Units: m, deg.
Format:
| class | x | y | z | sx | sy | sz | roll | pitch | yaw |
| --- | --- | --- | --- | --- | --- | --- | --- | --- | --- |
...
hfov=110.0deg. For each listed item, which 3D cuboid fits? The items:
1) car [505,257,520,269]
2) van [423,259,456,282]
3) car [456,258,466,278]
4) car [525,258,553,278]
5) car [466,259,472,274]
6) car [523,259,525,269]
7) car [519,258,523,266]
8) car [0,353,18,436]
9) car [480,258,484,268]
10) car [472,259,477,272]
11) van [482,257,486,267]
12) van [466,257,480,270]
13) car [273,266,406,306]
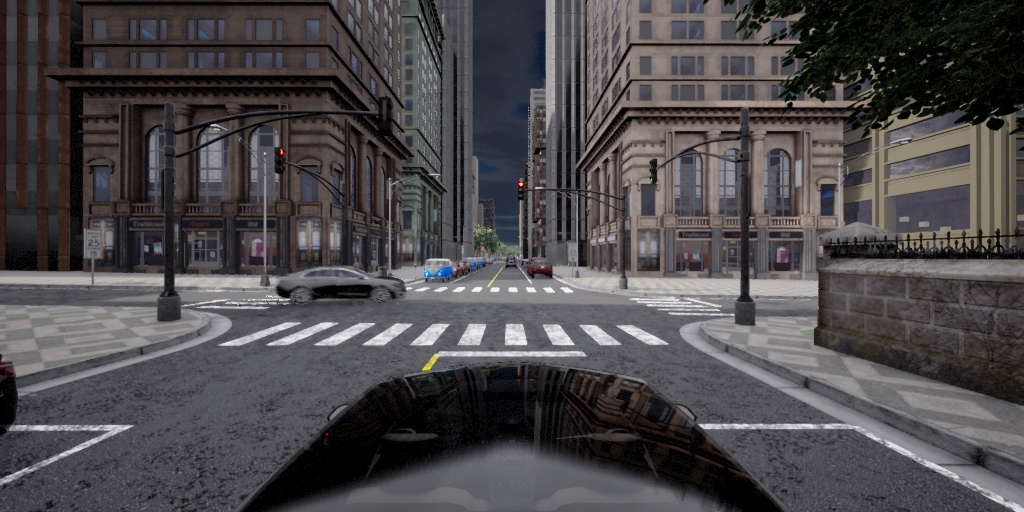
| class | x | y | z | sx | sy | sz | roll | pitch | yaw |
| --- | --- | --- | --- | --- | --- | --- | --- | --- | --- |
| car | -0.099 | 1.312 | 59.048 | 1.837 | 1.490 | 4.892 | 0 | 0 | 1 |
| van | -5.832 | 1.105 | 28.388 | 1.690 | 1.789 | 3.998 | 0 | 0 | 0 |
| car | -5.847 | 1.210 | 33.829 | 1.967 | 1.591 | 4.097 | 0 | 0 | 0 |
| car | 2.678 | 1.085 | 33.860 | 2.192 | 1.841 | 5.009 | 0 | 0 | 0 |
| car | -5.861 | 1.322 | 39.269 | 1.888 | 1.381 | 4.507 | 0 | 0 | 0 |
| car | 2.664 | 1.092 | 39.301 | 2.192 | 1.841 | 5.009 | 0 | 0 | 0 |
| car | 2.621 | 1.352 | 55.623 | 2.007 | 1.370 | 4.403 | 0 | 0 | 0 |
| car | -5.762 | 1.316 | 1.731 | 1.948 | 1.339 | 4.313 | 0 | 0 | 0 |
| car | -5.904 | 1.347 | 55.593 | 1.888 | 1.381 | 4.507 | 0 | 0 | 0 |
| car | -5.876 | 1.351 | 44.710 | 1.948 | 1.339 | 4.313 | 0 | 0 | 0 |
| van | -5.919 | 1.151 | 61.035 | 1.690 | 1.789 | 3.998 | 0 | 0 | 0 |
| van | -5.890 | 1.134 | 50.152 | 1.690 | 1.789 | 3.998 | 0 | 0 | 0 |
| car | -6.912 | 1.165 | 14.793 | 4.902 | 1.511 | 2.128 | 1 | 0 | -16 |
